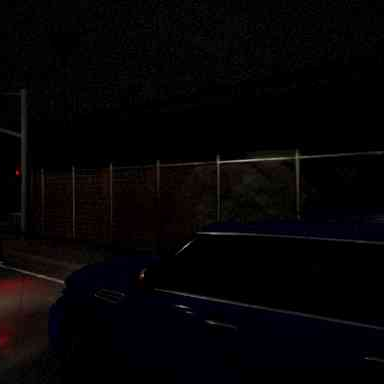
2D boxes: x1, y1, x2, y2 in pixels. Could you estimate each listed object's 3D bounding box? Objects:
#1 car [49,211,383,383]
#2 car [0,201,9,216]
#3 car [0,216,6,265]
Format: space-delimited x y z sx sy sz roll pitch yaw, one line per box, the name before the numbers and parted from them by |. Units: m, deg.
car | 0.904 1.221 3.346 5.566 2.045 2.150 0 0 35
car | -18.270 1.408 28.332 2.097 1.767 4.553 0 0 34
car | -7.110 1.492 9.063 4.902 1.511 2.128 0 0 33
